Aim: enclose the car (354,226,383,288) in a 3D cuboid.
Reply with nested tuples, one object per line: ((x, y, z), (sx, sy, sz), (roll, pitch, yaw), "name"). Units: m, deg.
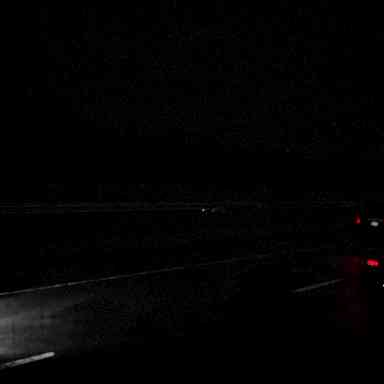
((6.314, 1.637, 8.187), (5.357, 1.411, 2.033), (1, 0, -35), "car")

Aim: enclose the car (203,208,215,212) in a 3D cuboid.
((3.258, 1.796, 31.863), (4.718, 1.301, 1.895), (1, 0, -34), "car")

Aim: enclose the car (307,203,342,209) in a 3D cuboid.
((11.428, 1.769, 28.958), (4.892, 1.490, 1.837), (1, 0, -34), "car")

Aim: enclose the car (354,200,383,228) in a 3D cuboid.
((9.365, 1.375, 14.572), (5.566, 2.045, 2.150), (1, 0, -35), "car")

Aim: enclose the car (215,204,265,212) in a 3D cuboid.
((4.461, 1.751, 28.433), (4.181, 1.385, 1.994), (1, 0, -34), "car")
